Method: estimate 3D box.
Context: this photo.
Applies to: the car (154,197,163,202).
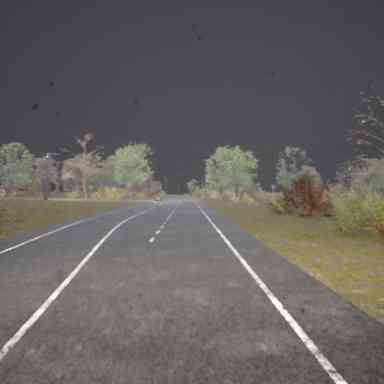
[{"bbox_3d":[-8.021,1.813,80.258,2.033,1.411,5.357,-1,0,-1],"label":"car"}]
